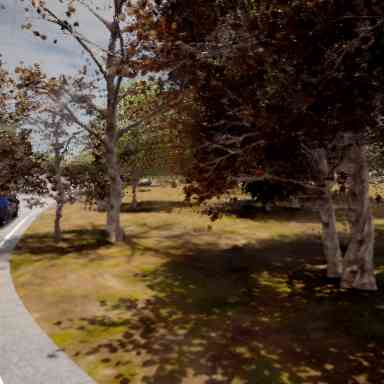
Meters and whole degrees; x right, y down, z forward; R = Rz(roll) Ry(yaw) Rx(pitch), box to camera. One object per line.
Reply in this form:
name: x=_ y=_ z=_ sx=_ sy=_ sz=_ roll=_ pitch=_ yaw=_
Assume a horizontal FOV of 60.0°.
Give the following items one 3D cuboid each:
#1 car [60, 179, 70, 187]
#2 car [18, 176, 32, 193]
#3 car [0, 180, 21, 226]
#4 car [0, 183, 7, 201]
car: x=-18.180 y=-1.006 z=45.981 sx=1.837 sy=1.490 sz=4.892 roll=0 pitch=4 yaw=-12
car: x=-20.587 y=-0.928 z=40.251 sx=2.150 sy=2.045 sz=5.566 roll=0 pitch=4 yaw=-12
car: x=-10.952 y=0.628 z=18.023 sx=2.150 sy=2.045 sz=5.566 roll=0 pitch=4 yaw=-19
car: x=-18.068 y=0.078 z=29.226 sx=1.882 sy=1.535 sz=5.008 roll=0 pitch=4 yaw=-14
